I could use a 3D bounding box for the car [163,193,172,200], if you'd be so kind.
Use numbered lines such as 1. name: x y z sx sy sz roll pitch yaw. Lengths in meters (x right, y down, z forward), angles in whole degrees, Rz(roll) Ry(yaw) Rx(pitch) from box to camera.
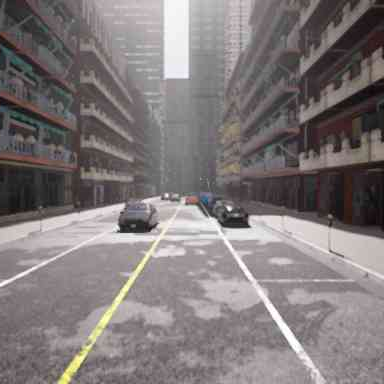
1. car: -5.729 1.020 78.244 1.887 1.381 4.507 -1 0 0

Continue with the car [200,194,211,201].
1. car: 2.656 1.094 67.014 1.887 1.381 4.507 -1 0 0

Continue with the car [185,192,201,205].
1. car: -0.018 1.002 51.831 2.097 1.767 4.553 0 0 0

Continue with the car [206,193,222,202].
1. car: 2.986 1.235 39.815 1.837 1.490 4.892 0 0 0

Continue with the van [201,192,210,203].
1. van: 2.657 0.964 55.810 1.690 1.788 3.998 -1 0 0

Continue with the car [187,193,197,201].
1. car: -0.024 0.982 68.533 1.837 1.490 4.892 0 0 0

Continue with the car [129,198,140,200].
1. car: -5.713 1.324 33.429 2.008 1.369 4.403 -1 0 0

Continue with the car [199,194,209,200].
1. car: 2.654 1.078 72.616 1.947 1.339 4.313 -1 0 0

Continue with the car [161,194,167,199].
1. car: -5.727 1.078 72.642 1.947 1.339 4.313 -1 0 0

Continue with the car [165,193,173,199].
1. car: -5.730 1.021 83.846 1.802 1.307 4.206 -1 0 0

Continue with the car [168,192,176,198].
1. car: -5.736 0.807 95.049 1.967 1.590 4.097 -1 0 0

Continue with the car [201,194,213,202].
1. car: 2.658 1.137 61.412 2.008 1.369 4.403 -1 0 0

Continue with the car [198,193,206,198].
1. car: 2.648 0.953 89.422 2.008 1.369 4.403 -1 0 0

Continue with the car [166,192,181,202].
1. car: -3.049 1.134 61.387 2.033 1.411 5.357 0 0 1

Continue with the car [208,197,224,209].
1. car: 2.669 1.362 27.802 2.008 1.369 4.403 -1 0 0

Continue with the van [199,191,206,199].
1. van: 2.647 0.780 83.819 1.690 1.788 3.998 -1 0 0

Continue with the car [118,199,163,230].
1. car: -3.108 1.409 20.317 2.033 1.411 5.357 0 0 0

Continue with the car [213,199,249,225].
1. car: 2.672 1.415 22.199 1.947 1.339 4.313 -1 0 0
